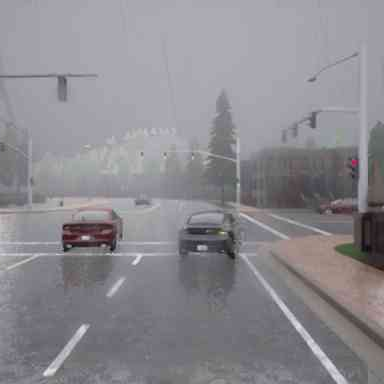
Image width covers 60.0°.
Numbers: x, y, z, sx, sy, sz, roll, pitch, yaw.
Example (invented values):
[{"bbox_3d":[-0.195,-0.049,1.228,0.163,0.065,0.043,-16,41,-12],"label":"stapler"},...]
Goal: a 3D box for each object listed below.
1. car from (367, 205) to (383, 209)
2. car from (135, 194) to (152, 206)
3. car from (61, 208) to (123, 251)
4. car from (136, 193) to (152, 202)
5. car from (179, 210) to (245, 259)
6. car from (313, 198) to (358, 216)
[{"bbox_3d":[16.060,1.308,25.408,5.008,1.535,1.882,0,0,0],"label":"car"},{"bbox_3d":[-6.790,1.292,46.409,1.895,1.301,4.718,0,0,-1],"label":"car"},{"bbox_3d":[-3.958,1.385,13.762,1.882,1.535,5.008,0,0,-8],"label":"car"},{"bbox_3d":[-9.239,1.070,63.669,2.128,1.511,4.902,0,0,-18],"label":"car"},{"bbox_3d":[0.839,1.422,12.425,1.837,1.490,4.892,-1,0,13],"label":"car"},{"bbox_3d":[13.098,1.285,28.909,5.008,1.535,1.882,0,0,0],"label":"car"}]
